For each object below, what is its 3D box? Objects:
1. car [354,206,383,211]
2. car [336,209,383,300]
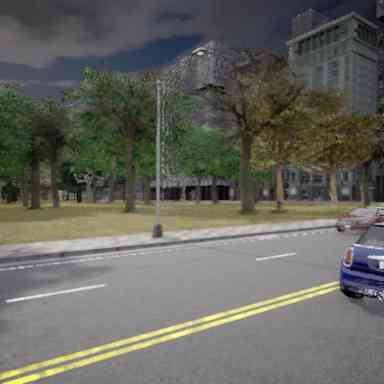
[{"bbox_3d":[10.090,1.563,18.869,4.674,1.442,1.812,0,0,-36],"label":"car"},{"bbox_3d":[5.275,1.367,7.230,4.553,1.767,2.097,0,0,-35],"label":"car"}]
